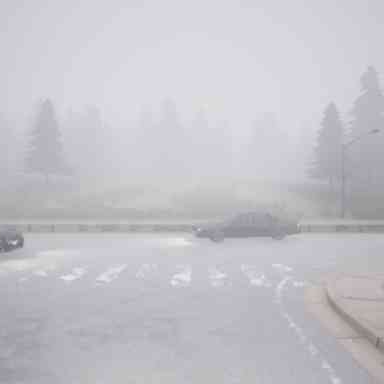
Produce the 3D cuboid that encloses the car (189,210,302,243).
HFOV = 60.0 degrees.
[{"bbox_3d":[2.614,1.615,16.286,5.357,1.411,2.033,0,0,-12],"label":"car"}]

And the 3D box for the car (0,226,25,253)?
[{"bbox_3d":[-8.655,1.556,12.293,4.892,1.490,1.837,0,0,11],"label":"car"}]
